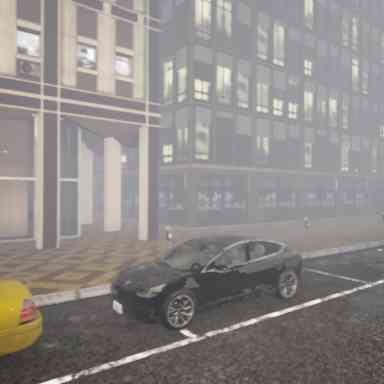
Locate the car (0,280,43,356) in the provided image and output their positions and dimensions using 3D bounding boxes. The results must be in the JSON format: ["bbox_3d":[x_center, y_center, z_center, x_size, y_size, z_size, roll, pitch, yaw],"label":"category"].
[{"bbox_3d":[-4.264,1.515,3.522,4.829,1.417,1.752,1,0,-35],"label":"car"}]

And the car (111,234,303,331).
[{"bbox_3d":[0.514,1.598,6.925,4.313,1.339,1.947,1,0,-35],"label":"car"}]
